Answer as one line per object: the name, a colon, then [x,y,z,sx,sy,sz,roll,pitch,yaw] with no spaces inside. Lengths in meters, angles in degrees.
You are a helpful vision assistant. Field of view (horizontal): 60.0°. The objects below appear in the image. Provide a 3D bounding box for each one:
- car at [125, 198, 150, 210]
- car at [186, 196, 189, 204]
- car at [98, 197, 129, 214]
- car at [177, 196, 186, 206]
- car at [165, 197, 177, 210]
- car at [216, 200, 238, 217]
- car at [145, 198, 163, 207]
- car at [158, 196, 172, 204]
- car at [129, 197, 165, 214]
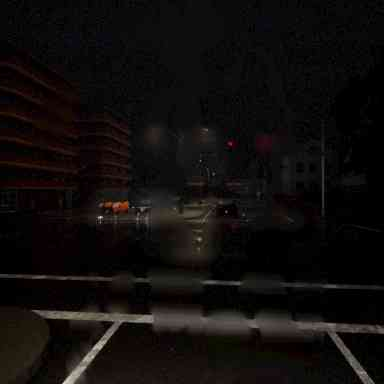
car: [-7.139,1.545,44.359,2.033,1.411,5.357,0,0,6]
car: [-1.657,1.505,63.030,1.837,1.490,4.892,0,0,7]
car: [-8.120,1.352,34.941,2.097,1.767,4.553,0,0,6]
car: [-2.706,1.491,53.127,2.128,1.511,4.902,0,0,6]
car: [-3.653,1.601,44.081,1.895,1.301,4.718,0,0,6]
car: [3.250,1.491,31.098,2.128,1.511,4.902,0,0,6]
car: [-6.146,1.601,53.890,1.895,1.301,4.718,0,0,6]
car: [-5.089,1.564,63.865,1.994,1.385,4.181,0,0,6]
car: [-4.605,1.491,34.871,2.128,1.511,4.902,0,0,6]
